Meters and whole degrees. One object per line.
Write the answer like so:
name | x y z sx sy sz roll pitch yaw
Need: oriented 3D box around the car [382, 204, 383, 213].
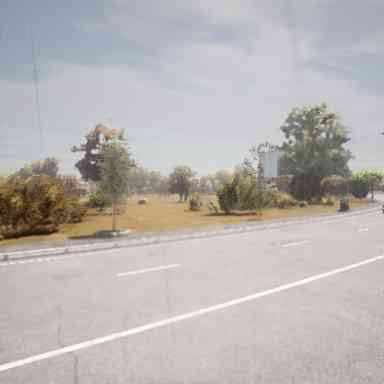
car | 20.482 1.417 33.306 1.895 1.301 4.718 0 0 39
